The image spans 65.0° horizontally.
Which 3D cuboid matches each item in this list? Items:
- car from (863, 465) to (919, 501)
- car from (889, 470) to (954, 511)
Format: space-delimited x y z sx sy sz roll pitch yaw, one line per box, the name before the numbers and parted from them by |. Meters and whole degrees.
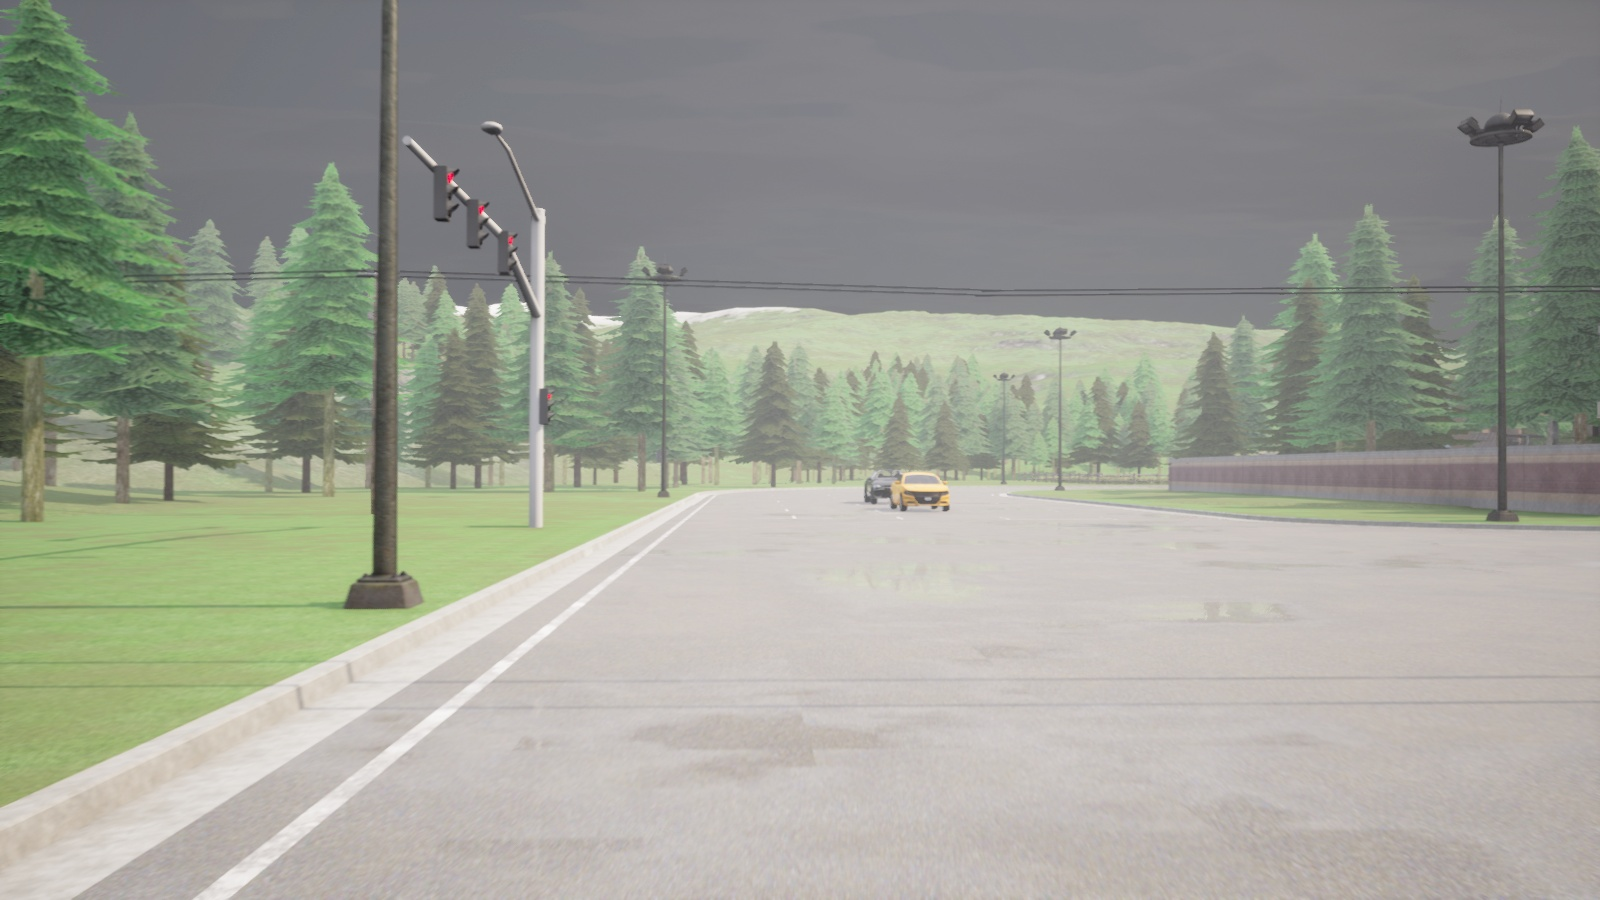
car | 4.323 1.546 60.351 2.152 1.651 5.027 0 -1 -2
car | 4.759 1.575 49.853 1.882 1.535 5.008 0 -1 -2
